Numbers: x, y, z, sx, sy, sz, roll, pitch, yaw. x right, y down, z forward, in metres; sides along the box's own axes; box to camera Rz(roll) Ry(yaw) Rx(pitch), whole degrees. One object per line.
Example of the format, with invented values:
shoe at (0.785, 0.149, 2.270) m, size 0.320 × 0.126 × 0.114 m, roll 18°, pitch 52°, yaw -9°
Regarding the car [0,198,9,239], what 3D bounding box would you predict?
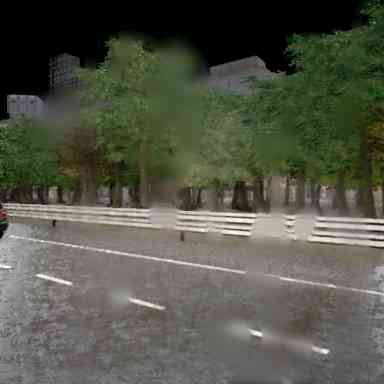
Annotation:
car at (-11.055, 1.220, 16.081) m, size 5.566 × 2.045 × 2.150 m, roll 0°, pitch 0°, yaw 36°
